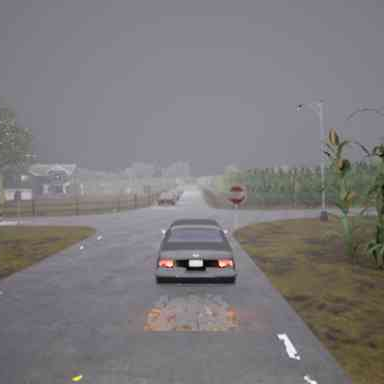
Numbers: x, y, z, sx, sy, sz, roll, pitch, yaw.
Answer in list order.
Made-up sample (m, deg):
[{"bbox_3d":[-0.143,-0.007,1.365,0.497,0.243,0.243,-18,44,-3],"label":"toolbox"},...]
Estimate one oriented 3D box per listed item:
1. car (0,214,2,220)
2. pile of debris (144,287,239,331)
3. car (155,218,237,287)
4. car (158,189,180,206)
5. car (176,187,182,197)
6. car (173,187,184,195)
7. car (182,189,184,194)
[{"bbox_3d":[-16.136,1.634,24.005,4.181,1.385,1.994,-2,1,0],"label":"car"},{"bbox_3d":[-0.001,2.110,6.184,1.500,0.140,1.860,0,1,0],"label":"pile of debris"},{"bbox_3d":[0.080,1.439,9.165,2.033,1.411,5.357,0,1,0],"label":"car"},{"bbox_3d":[-2.875,0.750,39.462,1.882,1.535,5.008,0,1,1],"label":"car"},{"bbox_3d":[-2.828,0.469,48.874,1.882,1.535,5.008,0,2,0],"label":"car"},{"bbox_3d":[-2.748,-0.258,69.424,1.994,1.385,4.181,0,2,0],"label":"car"},{"bbox_3d":[-2.785,0.141,59.523,2.033,1.411,5.357,0,2,1],"label":"car"}]
